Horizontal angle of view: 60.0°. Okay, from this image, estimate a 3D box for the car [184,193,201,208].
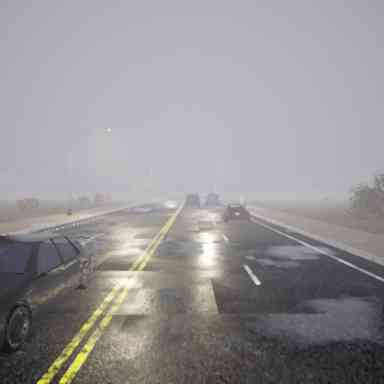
[{"bbox_3d":[0.098,1.206,47.093,2.150,2.045,5.566,0,0,0],"label":"car"}]

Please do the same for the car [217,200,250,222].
[{"bbox_3d":[3.287,1.556,25.890,1.994,1.385,4.181,0,0,0],"label":"car"}]

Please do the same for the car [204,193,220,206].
[{"bbox_3d":[3.251,1.204,53.891,2.150,2.045,5.566,0,0,0],"label":"car"}]

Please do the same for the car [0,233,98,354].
[{"bbox_3d":[-3.329,1.546,6.357,2.033,1.411,5.357,0,0,0],"label":"car"}]
